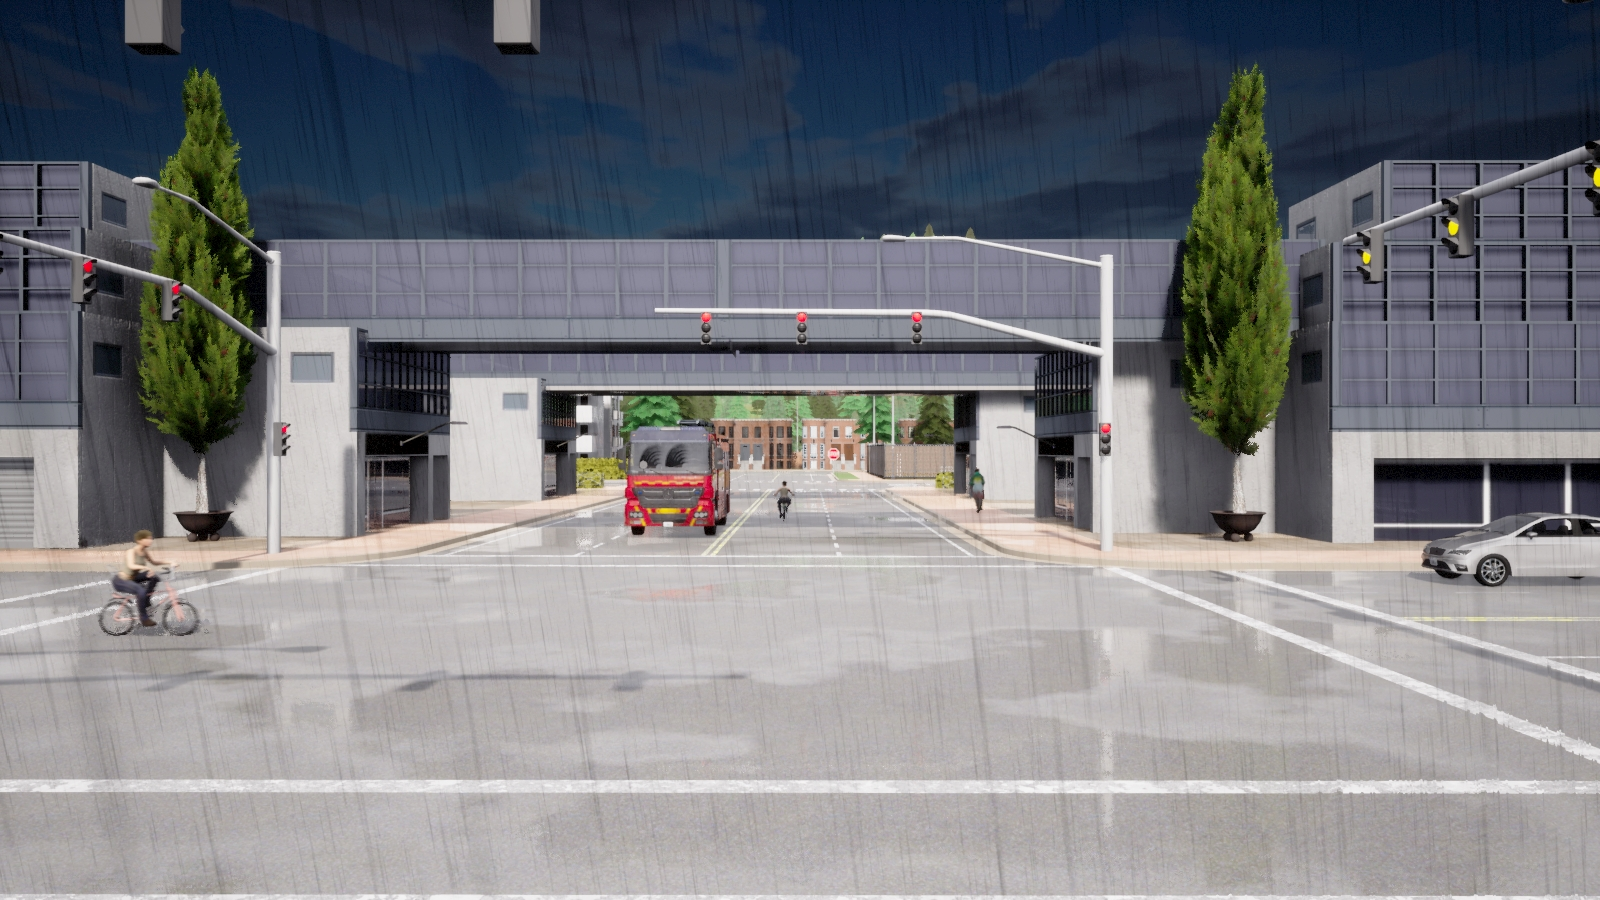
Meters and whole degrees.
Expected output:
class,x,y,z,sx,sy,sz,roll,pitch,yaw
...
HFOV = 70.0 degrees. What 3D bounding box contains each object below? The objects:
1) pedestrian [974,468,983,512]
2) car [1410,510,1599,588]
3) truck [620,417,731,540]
class,x,y,z,sx,sy,sz,roll,pitch,yaw
pedestrian,7.607,1.698,48.747,0.375,1.860,0.375,0,0,8
car,15.490,2.066,24.189,4.193,1.474,1.816,0,0,0
truck,-4.133,0.890,39.814,2.891,3.827,8.468,0,0,0
